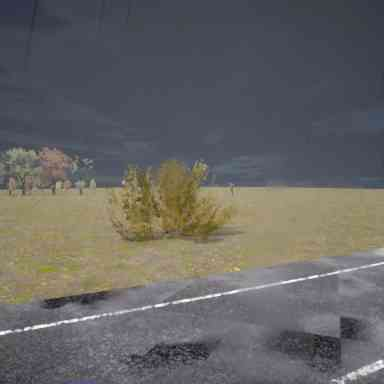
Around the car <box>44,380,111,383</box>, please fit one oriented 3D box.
[{"bbox_3d":[-2.020,1.525,0.924,4.674,1.442,1.812,0,0,-30],"label":"car"}]
